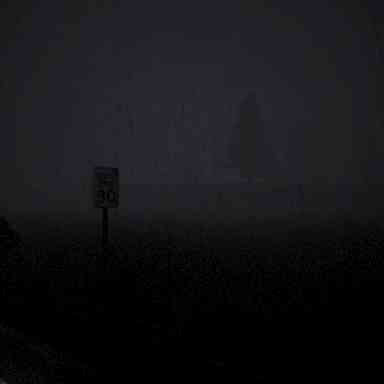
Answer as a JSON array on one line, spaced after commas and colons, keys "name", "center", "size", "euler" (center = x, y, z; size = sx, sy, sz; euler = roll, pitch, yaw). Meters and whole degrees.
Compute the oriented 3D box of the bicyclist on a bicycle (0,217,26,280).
[{"name": "bicyclist on a bicycle", "center": [-4.388, 1.212, 7.358], "size": [0.582, 1.620, 1.656], "euler": [0, -11, 37]}]
